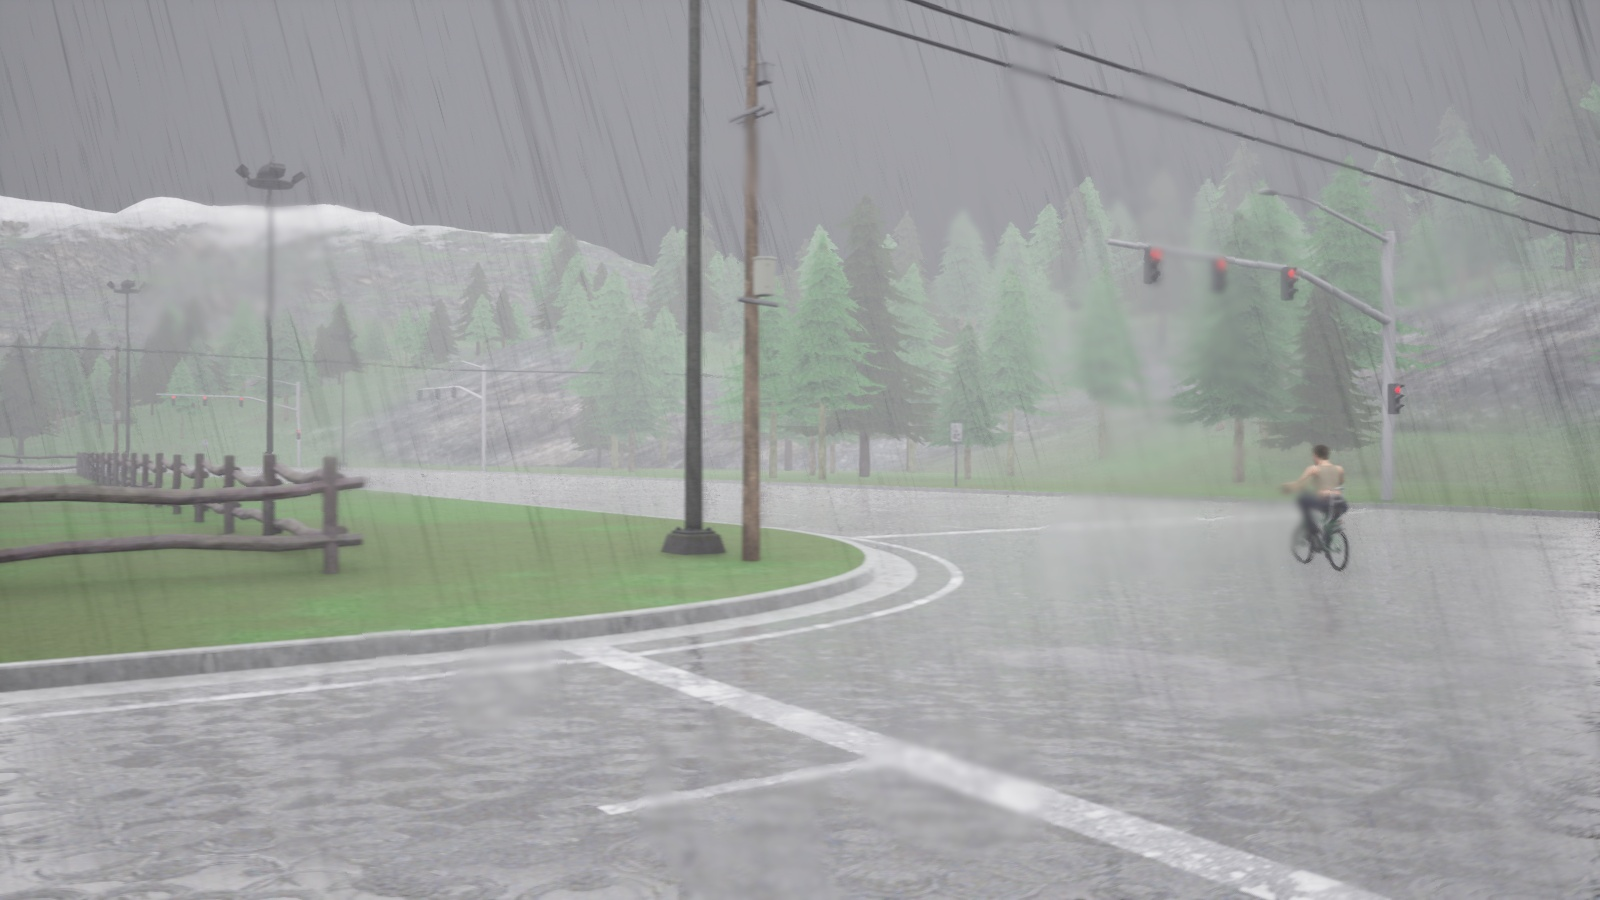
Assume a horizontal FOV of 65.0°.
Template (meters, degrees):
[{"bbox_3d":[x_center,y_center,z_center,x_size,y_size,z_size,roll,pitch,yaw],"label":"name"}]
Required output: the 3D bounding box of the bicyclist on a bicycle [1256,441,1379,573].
[{"bbox_3d":[6.704,0.707,16.360,0.866,1.612,1.509,-2,0,-3],"label":"bicyclist on a bicycle"}]
